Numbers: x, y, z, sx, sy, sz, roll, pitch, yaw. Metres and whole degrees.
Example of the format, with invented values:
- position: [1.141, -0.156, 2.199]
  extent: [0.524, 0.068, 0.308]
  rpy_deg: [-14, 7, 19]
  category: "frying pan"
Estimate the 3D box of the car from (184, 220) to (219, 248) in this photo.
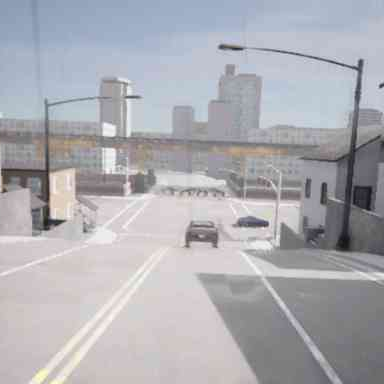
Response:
- position: [0.559, 2.484, 19.786]
  extent: [2.128, 1.511, 4.902]
  rpy_deg: [2, -9, 1]
  category: "car"

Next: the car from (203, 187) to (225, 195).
- position: [5.085, -0.244, 76.040]
  extent: [4.536, 1.218, 1.853]
  rpy_deg: [6, 8, 30]
  category: "car"

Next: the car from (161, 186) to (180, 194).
- position: [-4.899, -0.565, 75.634]
  extent: [1.853, 1.218, 4.536]
  rpy_deg: [-5, 10, -44]
  category: "car"

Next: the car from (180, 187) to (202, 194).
- position: [-0.219, -0.369, 75.463]
  extent: [4.536, 1.218, 1.853]
  rpy_deg: [-3, 9, -34]
  category: "car"

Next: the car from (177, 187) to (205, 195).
- position: [-0.268, -0.211, 75.453]
  extent: [4.974, 1.542, 2.038]
  rpy_deg: [-3, 9, -34]
  category: "car"

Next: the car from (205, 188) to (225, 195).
- position: [5.124, -0.083, 76.033]
  extent: [4.974, 1.542, 2.038]
  rpy_deg: [6, 8, 30]
  category: "car"

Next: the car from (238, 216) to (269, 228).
- position: [8.425, 4.018, 45.316]
  extent: [4.181, 1.385, 1.994]
  rpy_deg: [2, 7, -4]
  category: "car"

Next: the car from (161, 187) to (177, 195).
- position: [-4.869, -0.403, 75.617]
  extent: [2.038, 1.542, 4.974]
  rpy_deg: [-5, 10, -44]
  category: "car"
